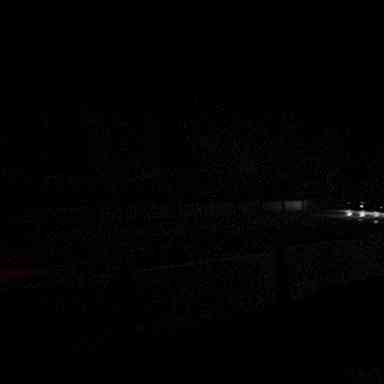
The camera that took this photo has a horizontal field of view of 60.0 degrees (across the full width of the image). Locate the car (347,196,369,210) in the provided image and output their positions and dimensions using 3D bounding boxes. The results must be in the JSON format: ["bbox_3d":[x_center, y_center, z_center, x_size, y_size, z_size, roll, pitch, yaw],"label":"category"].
[{"bbox_3d":[20.834,1.237,40.298,4.553,1.767,2.097,-1,0,-35],"label":"car"}]

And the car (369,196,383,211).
[{"bbox_3d":[22.276,1.384,37.032,4.902,1.511,2.128,-1,0,-35],"label":"car"}]
